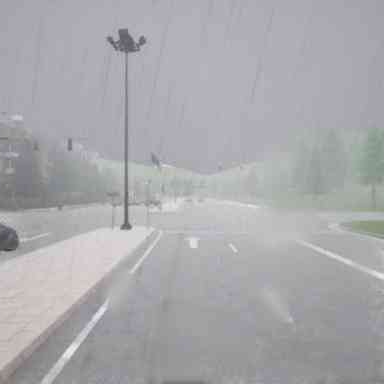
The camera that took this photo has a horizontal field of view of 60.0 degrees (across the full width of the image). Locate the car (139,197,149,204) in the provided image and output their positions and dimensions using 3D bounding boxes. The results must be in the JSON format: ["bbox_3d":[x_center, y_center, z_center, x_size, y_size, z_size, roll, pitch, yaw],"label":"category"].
[{"bbox_3d":[-12.022,2.121,83.467,2.097,1.767,4.553,0,-1,-1],"label":"car"}]

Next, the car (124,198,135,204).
[{"bbox_3d":[-15.518,2.241,83.214,1.882,1.535,5.008,0,-1,-1],"label":"car"}]

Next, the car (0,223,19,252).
[{"bbox_3d":[-8.022,1.674,11.810,1.994,1.385,4.181,0,-1,0],"label":"car"}]

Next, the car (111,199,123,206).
[{"bbox_3d":[-15.285,2.149,67.994,2.128,1.511,4.902,0,-1,-1],"label":"car"}]

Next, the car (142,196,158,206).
[{"bbox_3d":[-8.286,1.849,68.107,2.150,2.045,5.566,0,0,-1],"label":"car"}]

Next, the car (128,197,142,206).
[{"bbox_3d":[-11.785,1.980,68.078,2.097,1.767,4.553,0,-1,-1],"label":"car"}]

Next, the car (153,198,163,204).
[{"bbox_3d":[-8.521,2.318,83.474,1.994,1.385,4.181,0,-1,-1],"label":"car"}]
